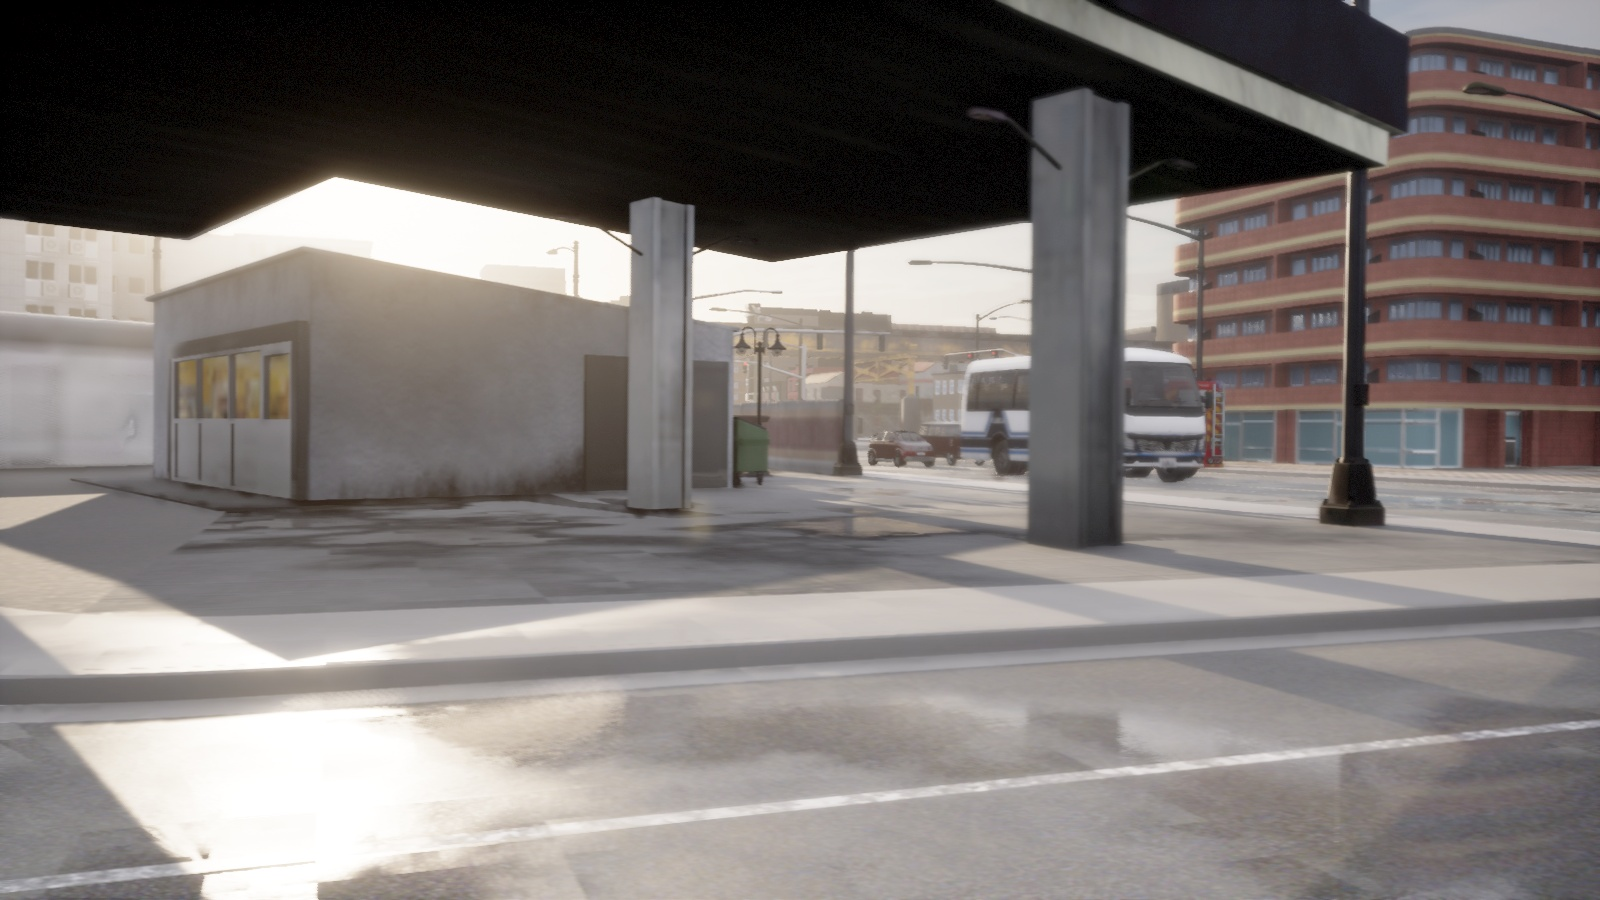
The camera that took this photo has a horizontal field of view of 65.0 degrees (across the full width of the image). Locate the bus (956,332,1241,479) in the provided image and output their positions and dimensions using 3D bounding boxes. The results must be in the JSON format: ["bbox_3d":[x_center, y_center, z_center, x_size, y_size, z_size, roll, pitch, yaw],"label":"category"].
[{"bbox_3d":[9.470,-1.363,41.736,3.944,4.253,10.273,-1,1,-22],"label":"bus"}]

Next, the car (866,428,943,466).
[{"bbox_3d":[4.458,-0.158,54.297,1.789,1.549,3.705,-1,1,-23],"label":"car"}]

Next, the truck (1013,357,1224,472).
[{"bbox_3d":[11.507,-1.250,46.448,2.891,3.827,8.468,-1,1,-25],"label":"truck"}]

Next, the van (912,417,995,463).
[{"bbox_3d":[7.009,-0.468,57.777,1.775,1.987,4.442,-1,1,-24],"label":"van"}]
